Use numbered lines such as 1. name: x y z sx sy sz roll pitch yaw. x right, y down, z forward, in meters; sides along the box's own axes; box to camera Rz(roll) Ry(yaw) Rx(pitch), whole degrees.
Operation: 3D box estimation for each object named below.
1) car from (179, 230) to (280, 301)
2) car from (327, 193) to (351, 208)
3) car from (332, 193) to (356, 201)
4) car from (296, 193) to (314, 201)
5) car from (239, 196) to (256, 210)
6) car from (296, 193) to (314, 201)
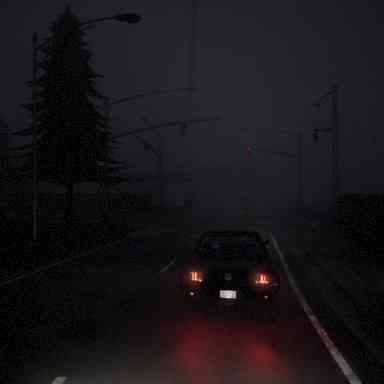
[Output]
1. car: 0.980 1.601 8.337 1.895 1.301 4.718 0 0 8
2. car: 20.193 1.331 43.072 5.027 1.636 2.152 0 0 10
3. car: 34.421 1.097 75.395 4.605 1.855 1.932 0 0 10
4. car: 27.239 1.077 79.992 3.866 1.878 1.905 0 0 10
5. car: 7.181 1.352 43.278 2.097 1.767 4.553 0 0 10
6. car: 26.063 1.361 76.823 3.806 1.475 1.970 0 0 10
